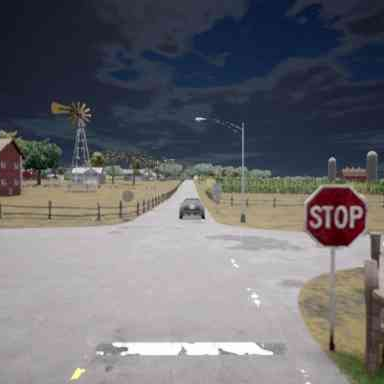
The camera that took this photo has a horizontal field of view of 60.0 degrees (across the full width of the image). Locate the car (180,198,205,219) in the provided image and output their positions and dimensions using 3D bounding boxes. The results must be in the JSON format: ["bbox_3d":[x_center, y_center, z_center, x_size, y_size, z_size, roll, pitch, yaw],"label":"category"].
[{"bbox_3d":[0.003,1.327,29.507,2.097,1.767,4.553,0,0,0],"label":"car"}]
